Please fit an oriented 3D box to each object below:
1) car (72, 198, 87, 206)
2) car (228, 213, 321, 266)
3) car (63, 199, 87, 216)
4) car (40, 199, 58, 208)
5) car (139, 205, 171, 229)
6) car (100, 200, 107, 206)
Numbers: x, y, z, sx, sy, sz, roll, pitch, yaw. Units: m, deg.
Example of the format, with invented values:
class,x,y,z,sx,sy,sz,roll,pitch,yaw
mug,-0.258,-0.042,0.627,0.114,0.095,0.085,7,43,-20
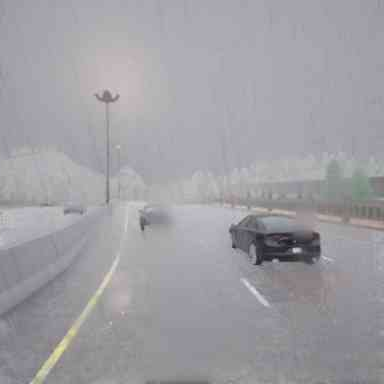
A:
class,x,y,z,sx,sy,sz,roll,pitch,yaw
car,-20.631,1.888,60.880,1.994,1.385,4.181,0,-2,-10
car,2.642,1.485,11.761,1.882,1.535,5.008,0,0,-7
car,-12.257,1.657,35.024,1.812,1.442,4.674,0,0,-11
car,-22.686,1.787,52.740,1.994,1.385,4.181,0,0,-10
car,-2.484,1.577,21.791,1.812,1.442,4.674,0,0,-10
car,-19.727,2.582,75.056,1.837,1.490,4.892,0,-4,-11
